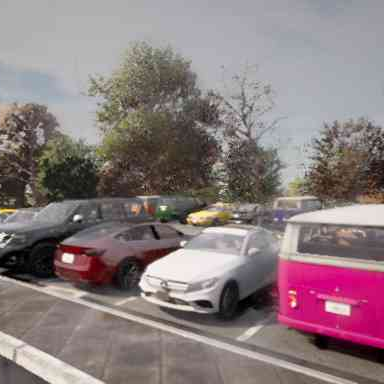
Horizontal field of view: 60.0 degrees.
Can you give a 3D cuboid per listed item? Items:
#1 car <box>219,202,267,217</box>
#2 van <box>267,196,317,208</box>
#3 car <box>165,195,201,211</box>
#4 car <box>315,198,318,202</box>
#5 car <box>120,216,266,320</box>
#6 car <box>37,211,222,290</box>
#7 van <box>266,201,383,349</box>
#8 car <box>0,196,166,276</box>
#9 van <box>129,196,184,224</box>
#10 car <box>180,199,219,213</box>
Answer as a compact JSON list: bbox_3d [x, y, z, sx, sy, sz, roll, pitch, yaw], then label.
[{"bbox_3d":[4.098,1.492,21.403,2.231,1.521,4.892,0,0,36],"label":"car"},{"bbox_3d":[6.424,1.263,19.892,1.878,1.987,4.442,0,0,36],"label":"van"},{"bbox_3d":[-0.388,1.251,24.649,2.435,2.045,5.566,-1,0,36],"label":"car"},{"bbox_3d":[8.591,1.362,18.162,2.185,1.767,4.553,0,0,36],"label":"car"},{"bbox_3d":[0.847,1.529,7.661,2.002,1.452,4.674,0,0,36],"label":"car"},{"bbox_3d":[-1.396,1.520,9.297,2.163,1.488,4.792,0,0,36],"label":"car"},{"bbox_3d":[3.172,1.261,6.141,1.878,1.987,4.442,0,0,36],"label":"van"},{"bbox_3d":[-3.689,1.240,10.864,2.435,2.045,5.566,0,0,36],"label":"car"},{"bbox_3d":[-2.689,1.295,26.403,1.878,1.987,4.442,0,0,36],"label":"van"},{"bbox_3d":[1.742,1.491,22.866,1.946,1.575,5.366,0,0,36],"label":"car"}]
